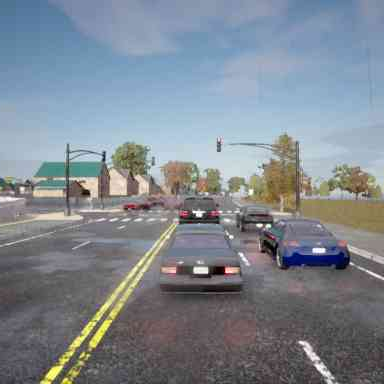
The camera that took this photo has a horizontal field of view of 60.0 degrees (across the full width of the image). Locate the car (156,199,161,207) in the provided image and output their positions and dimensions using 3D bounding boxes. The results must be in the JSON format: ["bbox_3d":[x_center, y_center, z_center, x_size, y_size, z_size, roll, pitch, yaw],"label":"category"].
[{"bbox_3d":[-4.847,1.684,51.445,1.895,1.301,4.718,0,0,4],"label":"car"}]

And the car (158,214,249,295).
[{"bbox_3d":[0.204,1.553,8.891,2.033,1.411,5.357,0,0,1],"label":"car"}]

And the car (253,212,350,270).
[{"bbox_3d":[3.500,1.570,11.102,1.994,1.385,4.181,0,0,1],"label":"car"}]

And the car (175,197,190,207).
[{"bbox_3d":[-1.459,1.562,53.416,1.882,1.535,5.008,0,0,4],"label":"car"}]

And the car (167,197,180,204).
[{"bbox_3d":[-3.688,1.729,67.048,1.895,1.301,4.718,0,0,5],"label":"car"}]

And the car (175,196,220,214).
[{"bbox_3d":[0.421,1.237,19.138,2.150,2.045,5.566,0,0,1],"label":"car"}]

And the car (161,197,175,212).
[{"bbox_3d":[-2.207,1.532,40.446,1.882,1.535,5.008,0,0,3],"label":"car"}]

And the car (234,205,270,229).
[{"bbox_3d":[3.688,1.520,19.994,1.837,1.490,4.892,0,0,3],"label":"car"}]

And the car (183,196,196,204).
[{"bbox_3d":[-0.410,1.615,67.287,2.128,1.511,4.902,0,0,5],"label":"car"}]

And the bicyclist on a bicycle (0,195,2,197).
[{"bbox_3d":[-23.948,1.036,41.357,0.582,1.620,1.656,1,-1,16],"label":"bicyclist on a bicycle"}]

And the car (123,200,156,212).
[{"bbox_3d":[-6.452,1.658,39.991,1.895,1.301,4.718,0,0,18],"label":"car"}]
